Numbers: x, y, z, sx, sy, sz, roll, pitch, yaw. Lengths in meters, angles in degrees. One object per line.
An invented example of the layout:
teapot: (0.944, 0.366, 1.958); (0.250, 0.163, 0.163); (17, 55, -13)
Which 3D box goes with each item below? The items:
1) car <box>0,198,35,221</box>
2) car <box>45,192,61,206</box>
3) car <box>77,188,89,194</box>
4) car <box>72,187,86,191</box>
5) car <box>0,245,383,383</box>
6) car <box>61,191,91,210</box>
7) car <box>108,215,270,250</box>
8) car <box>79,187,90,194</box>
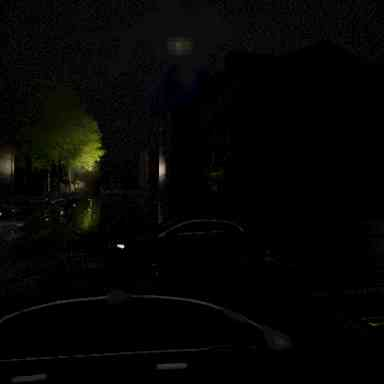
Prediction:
car: (-11.826, 1.097, 21.815); (1.994, 1.385, 4.181); (1, 1, -11)
car: (-14.495, 0.713, 35.944); (1.812, 1.442, 4.674); (1, 1, -11)
car: (-24.891, -0.271, 76.327); (2.008, 1.369, 4.403); (2, 1, -11)
car: (-17.289, -0.049, 51.151); (1.882, 1.535, 5.008); (1, 1, -11)
car: (-0.367, 1.502, 3.303); (4.892, 1.490, 1.837); (0, 0, -11)
car: (-10.546, 0.887, 30.854); (1.812, 1.442, 4.674); (1, 1, -11)
car: (-0.047, 1.481, 10.195); (4.902, 1.511, 2.128); (0, 0, -11)
car: (-25.299, -0.342, 78.257); (1.752, 1.417, 4.829); (2, 1, -11)
